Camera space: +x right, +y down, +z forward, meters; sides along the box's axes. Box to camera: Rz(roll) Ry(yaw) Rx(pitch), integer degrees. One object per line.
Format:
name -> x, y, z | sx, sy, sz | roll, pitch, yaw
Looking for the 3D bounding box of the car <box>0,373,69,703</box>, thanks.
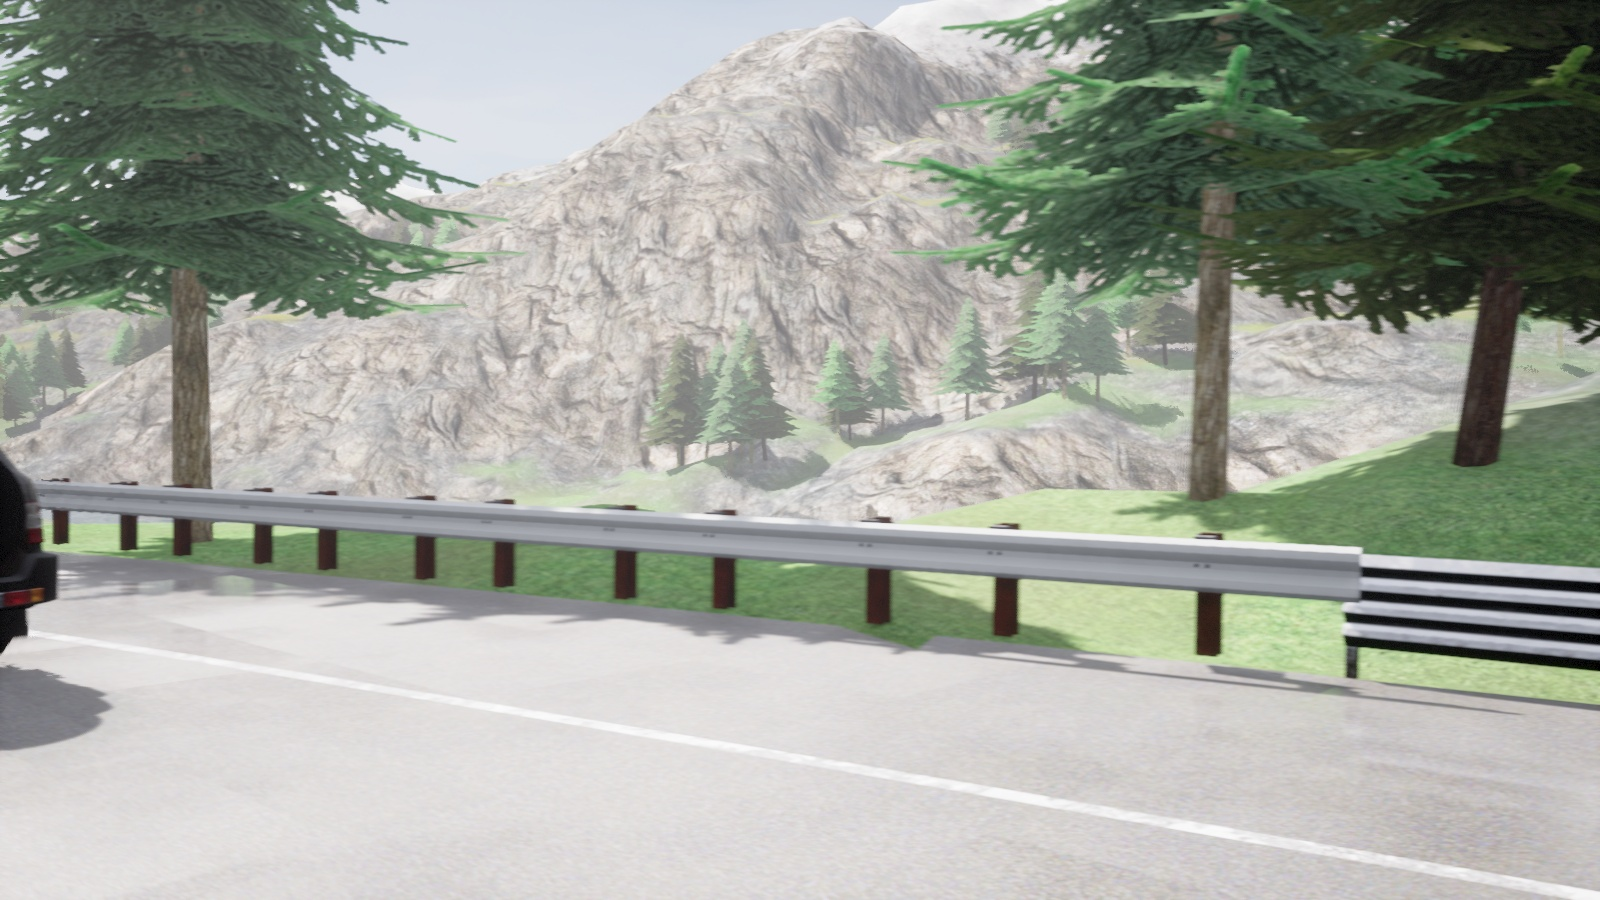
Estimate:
car -> -6.798, 0.503, 7.692 | 4.605, 1.855, 1.932 | 0, 1, 30
